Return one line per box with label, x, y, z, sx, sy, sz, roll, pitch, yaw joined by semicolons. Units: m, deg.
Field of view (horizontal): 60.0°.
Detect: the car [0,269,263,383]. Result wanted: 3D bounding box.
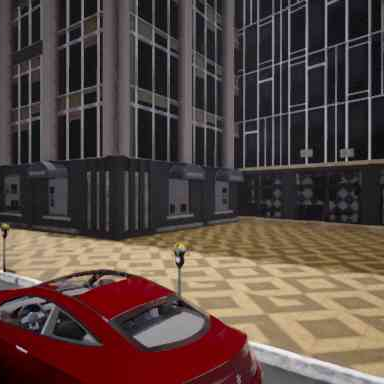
car;-1.290;1.580;3.793;4.206;1.307;1.802;0;0;35
